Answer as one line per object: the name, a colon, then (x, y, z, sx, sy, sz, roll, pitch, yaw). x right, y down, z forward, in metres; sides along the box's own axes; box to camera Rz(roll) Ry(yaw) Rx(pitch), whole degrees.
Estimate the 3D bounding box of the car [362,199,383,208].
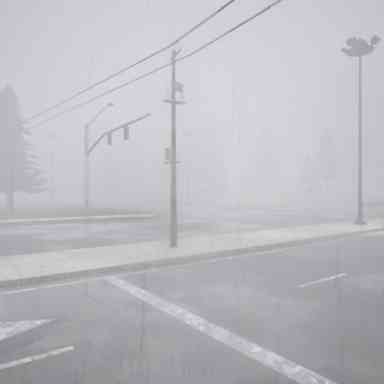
car: (25.196, 1.569, 46.143, 4.718, 1.301, 1.895, 0, 0, -35)
